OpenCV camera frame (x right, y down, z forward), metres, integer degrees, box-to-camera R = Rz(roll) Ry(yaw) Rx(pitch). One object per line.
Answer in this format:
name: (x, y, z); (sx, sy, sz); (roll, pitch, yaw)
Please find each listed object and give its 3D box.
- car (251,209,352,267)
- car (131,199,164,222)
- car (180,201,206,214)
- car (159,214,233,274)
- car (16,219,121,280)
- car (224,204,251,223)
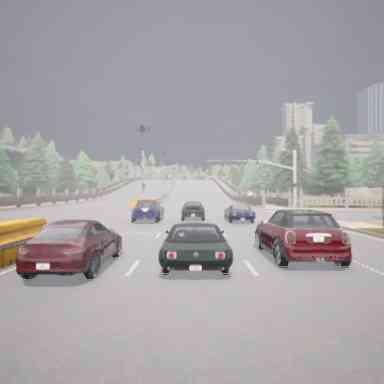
car: (3.597, 1.361, 11.569); (2.097, 1.767, 4.553); (0, 0, 0)
car: (-3.409, 1.371, 26.317); (2.097, 1.767, 4.553); (0, 0, 0)
car: (0.091, 1.525, 28.050); (1.837, 1.490, 4.892); (0, 0, 0)
car: (0.097, 1.608, 10.517); (1.895, 1.301, 4.718); (0, 0, 0)
car: (-3.405, 1.533, 9.890); (1.812, 1.442, 4.674); (0, 0, 0)
car: (3.592, 1.620, 25.820); (1.895, 1.301, 4.718); (0, 0, 0)
